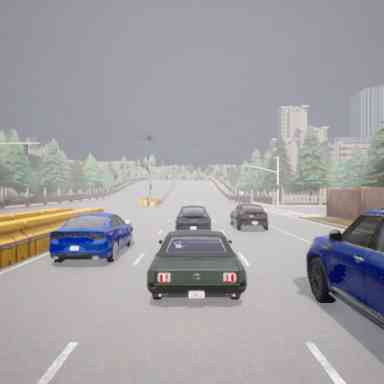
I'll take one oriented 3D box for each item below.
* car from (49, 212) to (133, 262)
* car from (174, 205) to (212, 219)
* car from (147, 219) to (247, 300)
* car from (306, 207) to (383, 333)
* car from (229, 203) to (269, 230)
[{"bbox_3d":[-3.424,1.475,12.138,1.882,1.535,5.008,0,0,0],"label":"car"},{"bbox_3d":[0.065,1.502,18.585,1.837,1.490,4.892,0,0,0],"label":"car"},{"bbox_3d":[0.085,1.599,8.348,1.895,1.301,4.718,0,0,0],"label":"car"},{"bbox_3d":[3.594,1.222,4.991,2.150,2.045,5.566,0,0,0],"label":"car"},{"bbox_3d":[3.560,1.500,21.186,1.837,1.490,4.892,0,0,0],"label":"car"}]
